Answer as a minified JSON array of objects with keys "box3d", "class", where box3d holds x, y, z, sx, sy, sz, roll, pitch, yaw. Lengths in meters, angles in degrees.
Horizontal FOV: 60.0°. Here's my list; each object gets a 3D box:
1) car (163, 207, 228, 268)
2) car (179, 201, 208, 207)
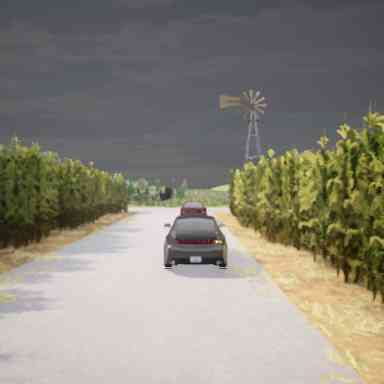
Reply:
[{"box3d":[0.100,1.491,11.172,1.837,1.490,4.892,0,1,0],"class":"car"},{"box3d":[0.100,1.365,23.843,1.882,1.535,5.008,0,0,0],"class":"car"}]
